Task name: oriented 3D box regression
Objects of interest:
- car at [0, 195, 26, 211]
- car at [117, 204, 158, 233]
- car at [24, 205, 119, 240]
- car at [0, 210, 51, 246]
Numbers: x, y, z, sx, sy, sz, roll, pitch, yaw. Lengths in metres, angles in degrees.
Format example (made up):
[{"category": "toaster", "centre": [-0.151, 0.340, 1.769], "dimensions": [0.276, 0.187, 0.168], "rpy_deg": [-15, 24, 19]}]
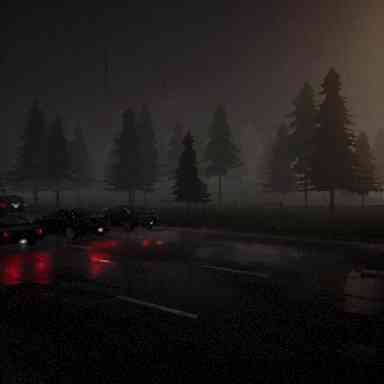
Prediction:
[{"category": "car", "centre": [-16.440, 1.255, 28.493], "dimensions": [5.566, 2.045, 2.150], "rpy_deg": [0, 0, 36]}, {"category": "car", "centre": [-4.204, 1.492, 19.765], "dimensions": [4.902, 1.511, 2.128], "rpy_deg": [0, 0, 36]}, {"category": "car", "centre": [-6.236, 1.514, 16.916], "dimensions": [4.892, 1.490, 1.837], "rpy_deg": [0, 0, 36]}, {"category": "car", "centre": [-8.293, 1.614, 14.084], "dimensions": [4.718, 1.301, 1.895], "rpy_deg": [0, 0, 36]}]
